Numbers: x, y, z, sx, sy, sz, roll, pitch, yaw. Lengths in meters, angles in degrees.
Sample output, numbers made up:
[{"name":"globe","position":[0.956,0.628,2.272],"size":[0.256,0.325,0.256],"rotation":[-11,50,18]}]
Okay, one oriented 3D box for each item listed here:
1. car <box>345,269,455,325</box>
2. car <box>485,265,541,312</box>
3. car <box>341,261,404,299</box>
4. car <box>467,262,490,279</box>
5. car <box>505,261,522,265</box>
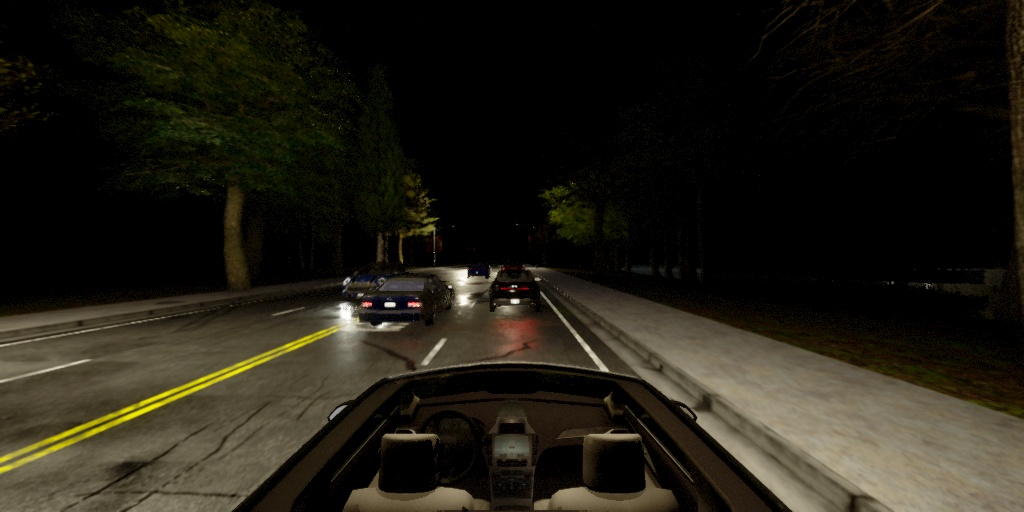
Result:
[{"name":"car","position":[-3.149,1.312,11.762],"size":[2.033,1.411,5.357],"rotation":[0,0,0]},{"name":"car","position":[0.095,1.277,14.431],"size":[1.837,1.490,4.892],"rotation":[0,0,0]},{"name":"car","position":[-6.594,1.138,17.886],"size":[2.097,1.767,4.553],"rotation":[0,0,0]},{"name":"car","position":[-3.147,1.336,34.629],"size":[1.882,1.535,5.008],"rotation":[0,0,0]},{"name":"car","position":[0.103,1.200,32.491],"size":[2.097,1.767,4.553],"rotation":[0,0,0]}]
